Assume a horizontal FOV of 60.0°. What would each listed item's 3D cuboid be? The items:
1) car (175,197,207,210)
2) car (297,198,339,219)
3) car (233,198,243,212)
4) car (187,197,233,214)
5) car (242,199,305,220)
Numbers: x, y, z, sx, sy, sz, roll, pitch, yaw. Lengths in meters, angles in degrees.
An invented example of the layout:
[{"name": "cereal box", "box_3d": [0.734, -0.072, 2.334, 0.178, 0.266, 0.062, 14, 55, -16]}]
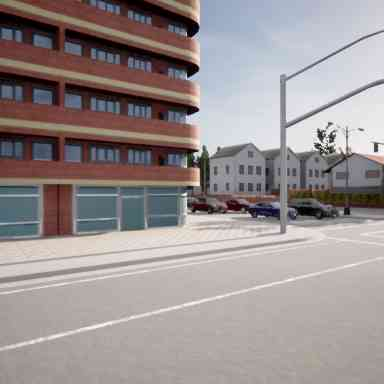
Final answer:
[{"name": "car", "box_3d": [-0.210, 1.505, 44.434, 1.837, 1.490, 4.892, 0, 0, -35]}, {"name": "car", "box_3d": [10.427, 1.352, 29.072, 2.097, 1.767, 4.553, 0, 0, -35]}, {"name": "car", "box_3d": [5.174, 1.478, 36.646, 1.882, 1.535, 5.008, 0, 0, -35]}, {"name": "car", "box_3d": [1.795, 1.352, 35.374, 2.097, 1.767, 4.553, 0, 0, -34]}, {"name": "car", "box_3d": [6.792, 1.526, 28.178, 1.812, 1.442, 4.674, 0, 0, -35]}]
